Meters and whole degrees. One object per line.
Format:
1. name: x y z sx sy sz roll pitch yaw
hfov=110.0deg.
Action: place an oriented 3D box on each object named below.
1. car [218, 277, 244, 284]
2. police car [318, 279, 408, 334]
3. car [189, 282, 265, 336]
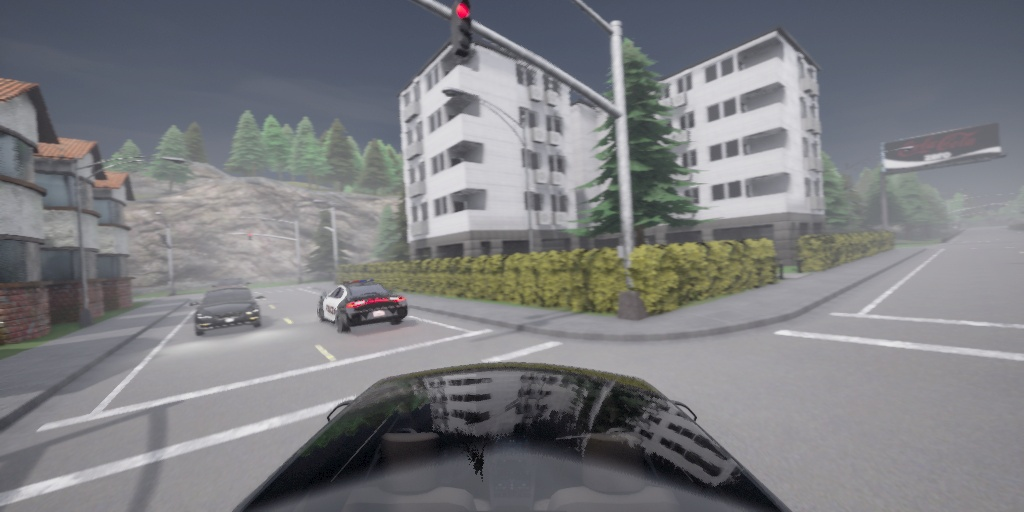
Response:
1. car: -20.814 2.413 26.622 2.097 1.767 4.553 -4 0 -37
2. police car: -5.510 1.655 12.760 2.038 1.542 4.974 -4 0 -38
3. car: -11.006 1.994 13.968 1.837 1.490 4.892 -4 0 -38
